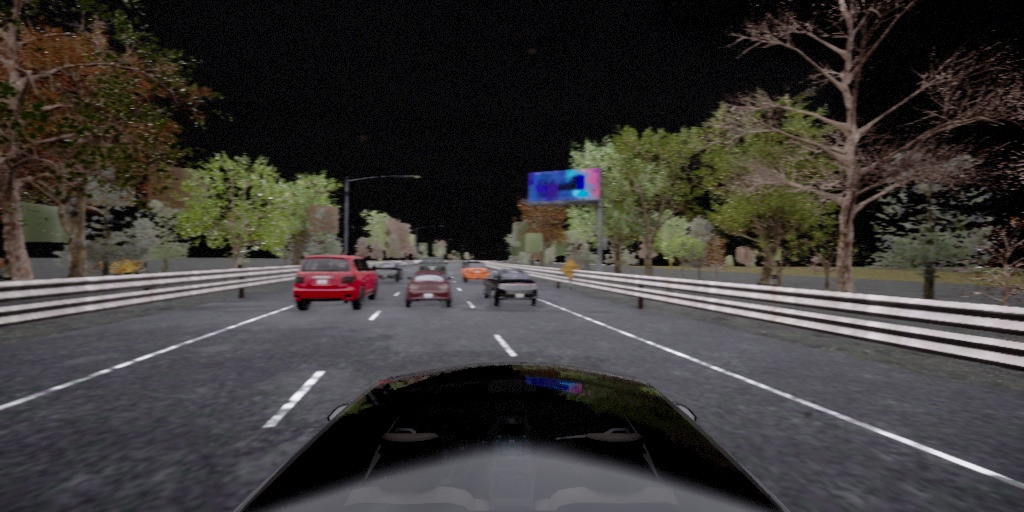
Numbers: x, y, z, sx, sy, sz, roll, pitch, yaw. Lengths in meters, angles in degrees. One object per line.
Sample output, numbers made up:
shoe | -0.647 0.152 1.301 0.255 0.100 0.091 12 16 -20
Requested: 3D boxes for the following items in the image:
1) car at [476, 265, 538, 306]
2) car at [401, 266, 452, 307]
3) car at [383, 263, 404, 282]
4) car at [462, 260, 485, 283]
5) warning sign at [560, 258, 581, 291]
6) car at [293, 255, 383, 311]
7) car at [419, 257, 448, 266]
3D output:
car | -0.203 1.354 16.491 2.128 1.511 4.902 1 0 -12
car | -3.640 1.337 15.832 1.812 1.442 4.674 1 0 -12
car | -10.087 1.330 29.657 2.128 1.511 4.902 1 0 -11
car | -3.177 1.287 30.796 2.097 1.767 4.553 1 -1 -11
warning sign | 3.433 1.062 21.155 1.300 1.860 1.060 0 0 -12
car | -6.986 0.976 14.751 2.150 2.045 5.566 1 0 -12
car | -6.601 1.103 30.075 2.150 2.045 5.566 1 0 -11
